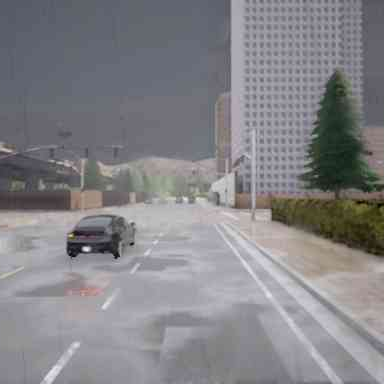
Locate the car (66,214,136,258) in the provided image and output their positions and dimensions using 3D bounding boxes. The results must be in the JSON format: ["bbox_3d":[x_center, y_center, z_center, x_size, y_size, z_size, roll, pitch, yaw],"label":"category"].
[{"bbox_3d":[-3.488,1.653,13.486,1.837,1.490,4.892,0,0,0],"label":"car"}]

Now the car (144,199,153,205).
[{"bbox_3d":[-10.559,2.387,80.625,2.128,1.511,4.902,0,-1,0],"label":"car"}]

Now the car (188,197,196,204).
[{"bbox_3d":[-0.065,2.527,87.920,1.895,1.301,4.718,0,-1,0],"label":"car"}]

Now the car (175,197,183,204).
[{"bbox_3d":[-3.565,2.526,87.919,1.895,1.301,4.718,0,-1,0],"label":"car"}]

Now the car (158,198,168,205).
[{"bbox_3d":[-7.059,2.217,80.659,2.097,1.767,4.553,0,-1,0],"label":"car"}]
